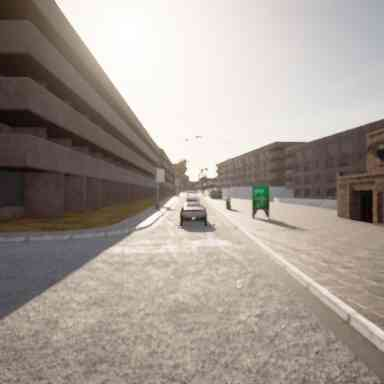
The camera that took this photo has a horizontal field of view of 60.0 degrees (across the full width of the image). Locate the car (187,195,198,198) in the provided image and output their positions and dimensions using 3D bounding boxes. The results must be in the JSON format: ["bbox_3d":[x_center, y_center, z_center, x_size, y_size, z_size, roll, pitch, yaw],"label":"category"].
[{"bbox_3d":[0.120,1.153,42.418,1.812,1.442,4.674,0,1,0],"label":"car"}]

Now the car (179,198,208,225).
[{"bbox_3d":[0.111,1.446,23.576,2.128,1.511,4.902,0,1,0],"label":"car"}]
